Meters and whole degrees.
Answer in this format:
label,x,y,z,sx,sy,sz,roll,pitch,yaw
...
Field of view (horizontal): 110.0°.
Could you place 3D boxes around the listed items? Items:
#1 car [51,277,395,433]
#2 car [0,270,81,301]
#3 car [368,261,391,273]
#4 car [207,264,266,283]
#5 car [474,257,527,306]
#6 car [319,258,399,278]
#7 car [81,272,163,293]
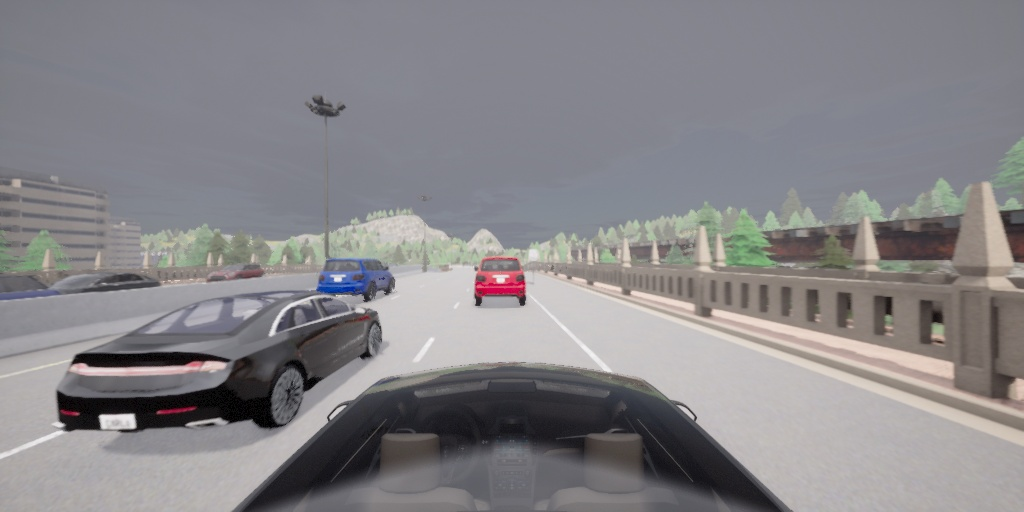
label,x,y,z,sx,sy,sz,roll,pitch,yaw
car,-3.605,1.290,5.649,2.128,1.511,4.902,0,0,-1
car,-14.352,1.258,8.763,2.097,1.767,4.553,0,0,-3
car,-20.498,1.780,55.852,2.097,1.767,4.553,0,-3,-3
car,-22.533,1.441,29.518,2.097,1.767,4.553,0,0,-3
car,-0.577,1.054,16.648,2.150,2.045,5.566,0,0,-3
car,-7.672,1.122,18.170,2.150,2.045,5.566,0,0,-3
car,-18.243,1.482,15.786,1.837,1.490,4.892,0,0,-3
